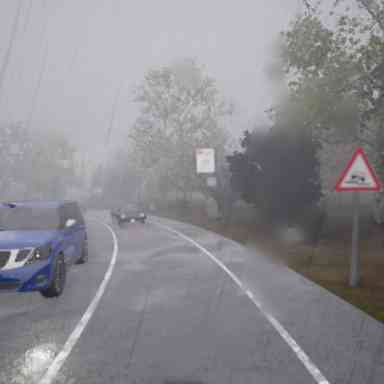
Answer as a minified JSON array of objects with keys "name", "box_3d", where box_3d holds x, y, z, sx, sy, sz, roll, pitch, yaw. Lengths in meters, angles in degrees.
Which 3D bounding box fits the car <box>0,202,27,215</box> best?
[{"name":"car","box_3d":[-24.976,2.321,46.215,4.892,1.490,1.837,-4,2,41]}]

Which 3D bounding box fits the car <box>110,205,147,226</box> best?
[{"name":"car","box_3d":[-4.629,1.573,23.635,1.895,1.301,4.718,-2,1,-21]}]

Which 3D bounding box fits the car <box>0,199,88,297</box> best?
[{"name":"car","box_3d":[-4.169,1.246,8.768,2.150,2.045,5.566,-1,0,-9]}]

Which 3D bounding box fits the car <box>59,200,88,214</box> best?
[{"name":"car","box_3d":[-14.421,1.750,40.219,1.812,1.442,4.674,-4,1,-38]}]
